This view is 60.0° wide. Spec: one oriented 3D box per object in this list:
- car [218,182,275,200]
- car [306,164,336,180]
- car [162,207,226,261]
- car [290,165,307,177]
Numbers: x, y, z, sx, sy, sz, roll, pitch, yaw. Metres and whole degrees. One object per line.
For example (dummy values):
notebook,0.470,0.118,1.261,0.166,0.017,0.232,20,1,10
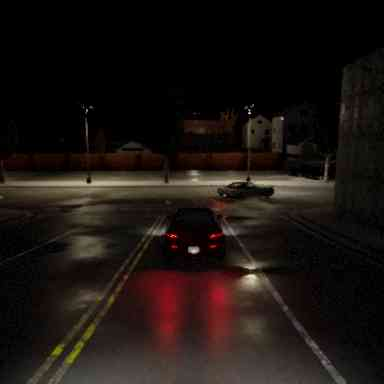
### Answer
car,4.521,-0.180,27.222,4.718,1.301,1.895,-5,10,-30
car,16.702,-2.230,39.636,4.892,1.490,1.837,0,9,-1
car,0.067,1.218,11.076,1.812,1.442,4.674,0,3,0
car,15.327,-2.813,43.063,5.008,1.535,1.882,0,9,-1
